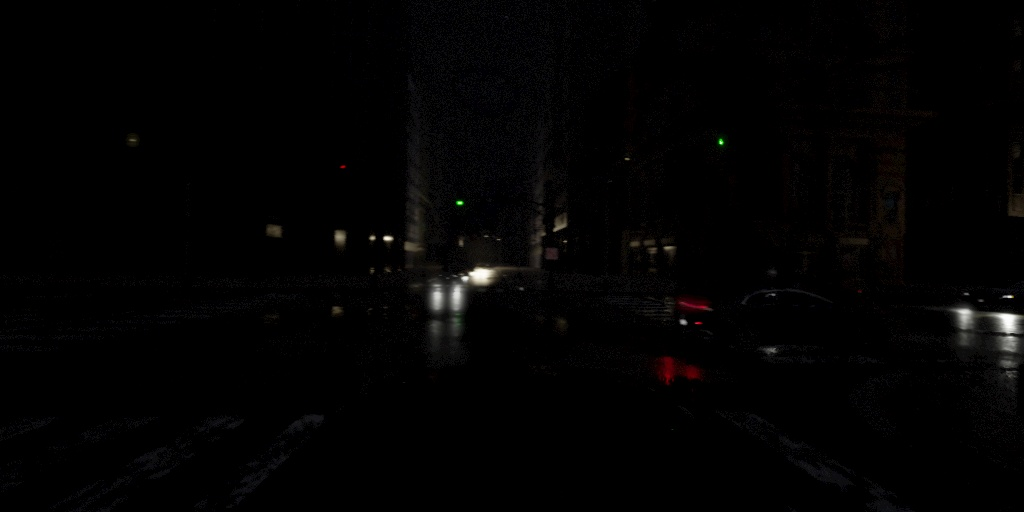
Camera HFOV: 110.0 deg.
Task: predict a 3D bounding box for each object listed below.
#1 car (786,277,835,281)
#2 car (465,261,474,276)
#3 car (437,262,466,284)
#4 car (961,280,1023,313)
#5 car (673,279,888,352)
[{"bbox_3d":[13.127,1.660,16.189,4.674,1.442,1.812,1,0,-4],"label":"car"},{"bbox_3d":[-6.113,1.704,43.736,2.033,1.411,5.357,1,-1,-4],"label":"car"},{"bbox_3d":[-5.169,1.510,30.394,1.837,1.490,4.892,1,-1,-4],"label":"car"},{"bbox_3d":[24.334,1.859,16.991,4.674,1.442,1.812,1,0,-4],"label":"car"},{"bbox_3d":[6.679,1.478,9.110,4.902,1.511,2.128,1,0,-4],"label":"car"}]
